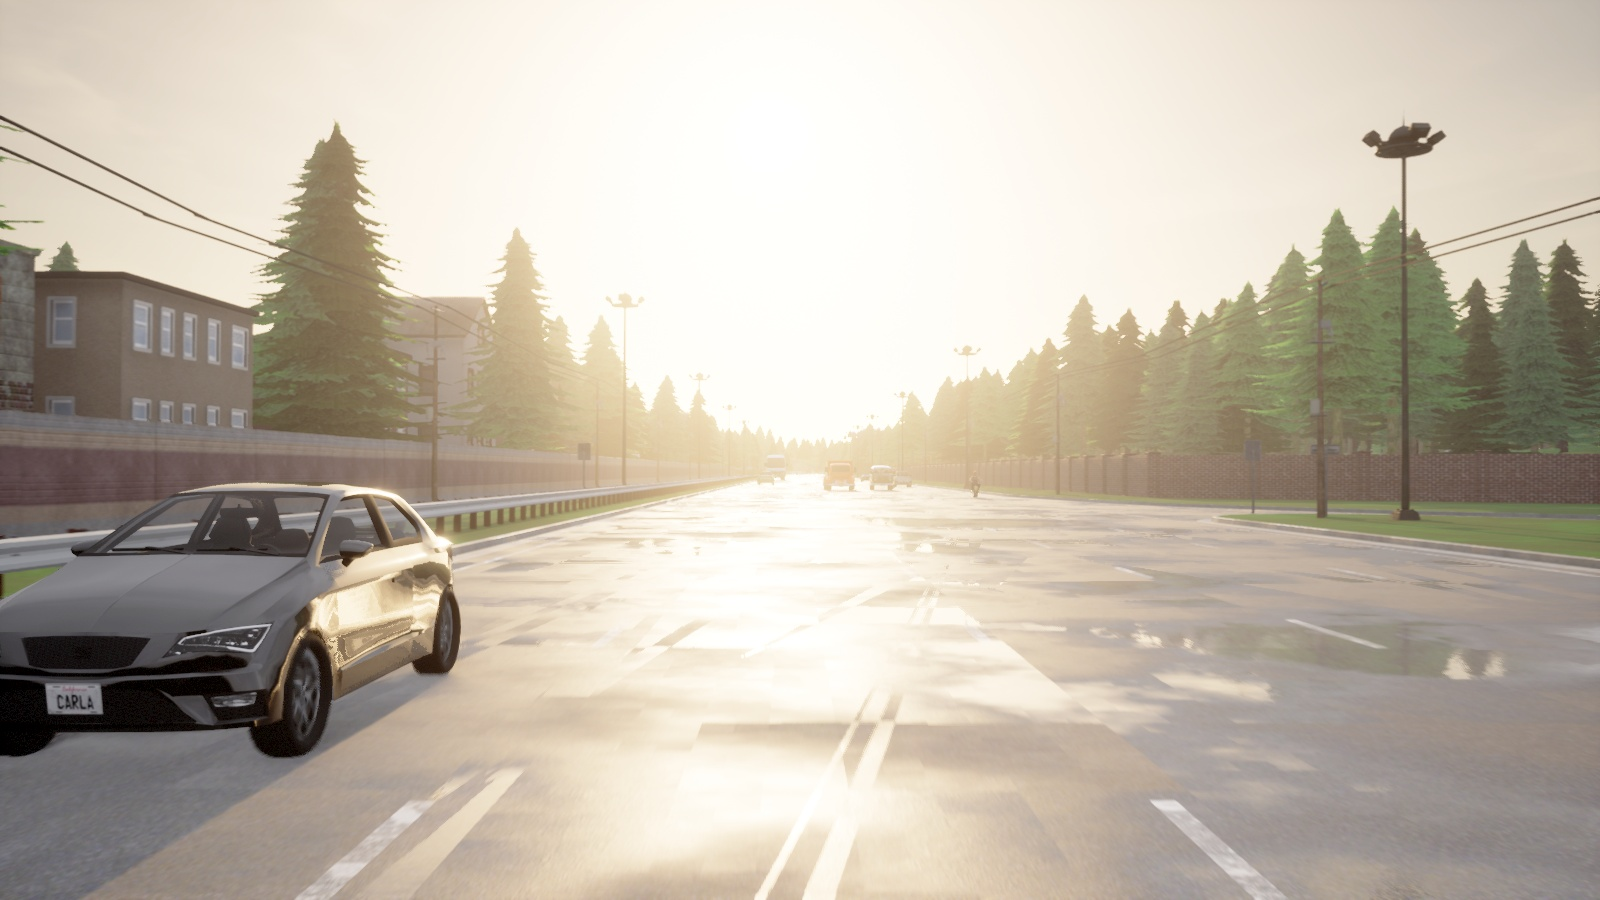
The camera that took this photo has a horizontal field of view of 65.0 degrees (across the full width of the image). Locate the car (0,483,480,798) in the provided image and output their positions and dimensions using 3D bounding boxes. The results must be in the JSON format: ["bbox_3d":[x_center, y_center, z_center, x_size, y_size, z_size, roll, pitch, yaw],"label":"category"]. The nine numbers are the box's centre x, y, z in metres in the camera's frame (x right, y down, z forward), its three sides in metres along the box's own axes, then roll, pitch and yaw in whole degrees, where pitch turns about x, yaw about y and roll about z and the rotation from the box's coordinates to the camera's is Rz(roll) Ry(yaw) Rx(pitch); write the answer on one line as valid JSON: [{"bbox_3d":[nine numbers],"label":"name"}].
[{"bbox_3d":[-3.520,0.979,8.179,1.816,1.474,4.193,0,-1,0],"label":"car"}]
